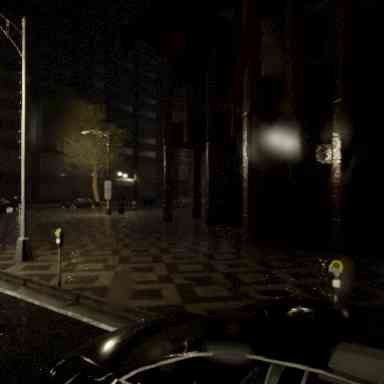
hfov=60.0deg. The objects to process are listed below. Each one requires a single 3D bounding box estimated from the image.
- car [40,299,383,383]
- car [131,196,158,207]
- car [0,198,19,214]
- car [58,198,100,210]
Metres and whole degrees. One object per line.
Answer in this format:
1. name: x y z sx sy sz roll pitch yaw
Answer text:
1. car: 0.666 1.563 2.484 4.313 1.339 1.947 0 0 35
2. car: -6.872 1.324 48.632 1.812 1.442 4.674 1 1 36
3. car: -19.079 1.348 31.439 1.837 1.490 4.892 1 0 35
4. car: -13.347 1.422 39.520 1.895 1.301 4.718 1 0 35
